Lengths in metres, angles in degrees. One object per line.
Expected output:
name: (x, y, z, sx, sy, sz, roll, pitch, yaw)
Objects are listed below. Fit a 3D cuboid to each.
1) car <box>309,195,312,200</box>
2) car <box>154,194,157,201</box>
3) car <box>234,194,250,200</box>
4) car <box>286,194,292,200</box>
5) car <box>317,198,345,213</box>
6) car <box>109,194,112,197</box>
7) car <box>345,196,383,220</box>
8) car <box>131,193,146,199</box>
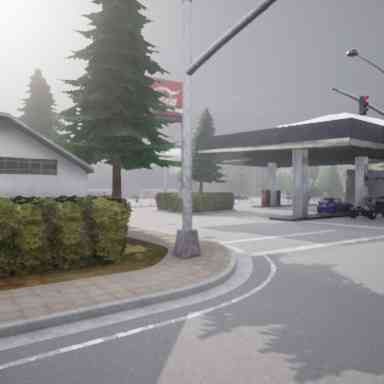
car: (28.881, 1.280, 86.732, 2.007, 1.523, 4.514, 0, 0, -36)
car: (-6.293, 1.068, 71.430, 1.932, 1.855, 4.605, 0, 0, -36)
car: (12.285, 1.272, 84.055, 1.845, 1.501, 3.633, 0, 0, -36)
car: (26.378, 1.273, 84.840, 2.152, 1.636, 5.027, 0, 0, -36)
car: (15.293, 1.453, 35.350, 4.611, 1.667, 2.242, 0, 0, -36)
car: (-17.801, 1.274, 75.424, 2.007, 1.523, 4.514, 0, 0, -36)
car: (15.127, 1.290, 28.220, 3.866, 1.878, 1.905, 0, 0, -36)
car: (-14.006, 1.122, 87.322, 2.152, 1.636, 5.027, 0, 0, -36)
